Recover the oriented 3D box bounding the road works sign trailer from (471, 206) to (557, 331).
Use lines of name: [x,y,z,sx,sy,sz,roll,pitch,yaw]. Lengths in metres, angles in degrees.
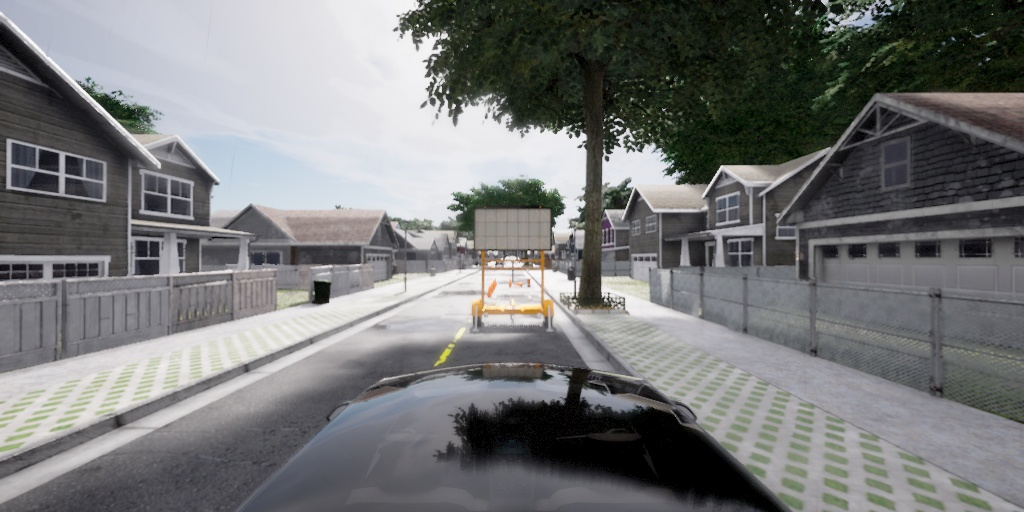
road works sign trailer: [0.025,0.254,11.085,2.380,3.560,2.880,0,0,0]
